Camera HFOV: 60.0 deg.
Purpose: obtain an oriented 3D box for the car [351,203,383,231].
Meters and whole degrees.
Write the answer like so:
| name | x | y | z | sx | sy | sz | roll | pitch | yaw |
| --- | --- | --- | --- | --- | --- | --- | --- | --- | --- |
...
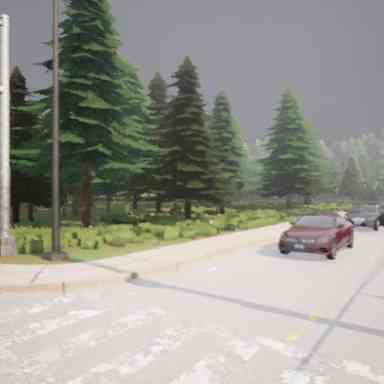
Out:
| name | x | y | z | sx | sy | sz | roll | pitch | yaw |
| --- | --- | --- | --- | --- | --- | --- | --- | --- | --- |
| car | 10.782 | 1.487 | 20.720 | 2.128 | 1.511 | 4.902 | 0 | 0 | 37 |

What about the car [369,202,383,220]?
| name | x | y | z | sx | sy | sz | roll | pitch | yaw |
| --- | --- | --- | --- | --- | --- | --- | --- | --- | --- |
| car | 16.842 | 1.587 | 28.878 | 1.895 | 1.301 | 4.718 | 0 | 0 | 37 |

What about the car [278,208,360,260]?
| name | x | y | z | sx | sy | sz | roll | pitch | yaw |
| --- | --- | --- | --- | --- | --- | --- | --- | --- | --- |
| car | 4.907 | 1.529 | 12.794 | 1.812 | 1.442 | 4.674 | 0 | 0 | 37 |
